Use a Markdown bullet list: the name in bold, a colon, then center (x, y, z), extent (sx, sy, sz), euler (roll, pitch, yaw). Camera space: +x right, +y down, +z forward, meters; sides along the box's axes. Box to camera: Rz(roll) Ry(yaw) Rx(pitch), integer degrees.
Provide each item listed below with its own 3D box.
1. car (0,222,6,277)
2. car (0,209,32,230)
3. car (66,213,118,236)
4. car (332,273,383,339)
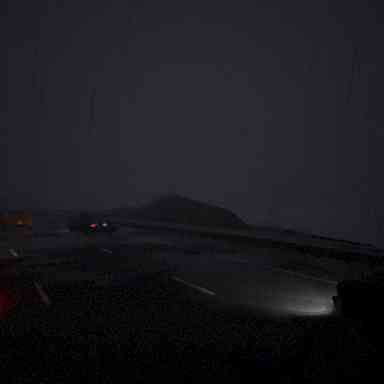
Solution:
- **car**: center (-6.872, 1.701, 9.910), extent (1.882, 1.535, 5.008), euler (1, -2, -33)
- **car**: center (-13.666, 2.057, 25.397), extent (1.882, 1.535, 5.008), euler (1, -2, -38)
- **car**: center (-6.757, 2.077, 22.144), extent (2.033, 1.411, 5.357), euler (1, -2, -36)
- **car**: center (4.686, 1.687, 4.467), extent (2.033, 1.411, 5.357), euler (1, -2, -30)
